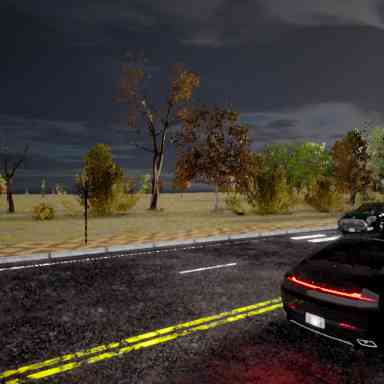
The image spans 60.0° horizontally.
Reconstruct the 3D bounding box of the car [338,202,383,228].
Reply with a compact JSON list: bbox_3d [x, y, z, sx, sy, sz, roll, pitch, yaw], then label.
[{"bbox_3d":[10.007,1.347,18.079,4.553,1.767,2.097,0,0,-32],"label":"car"}]

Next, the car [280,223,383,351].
[{"bbox_3d":[3.678,1.504,5.907,4.892,1.490,1.837,0,0,-34],"label":"car"}]
